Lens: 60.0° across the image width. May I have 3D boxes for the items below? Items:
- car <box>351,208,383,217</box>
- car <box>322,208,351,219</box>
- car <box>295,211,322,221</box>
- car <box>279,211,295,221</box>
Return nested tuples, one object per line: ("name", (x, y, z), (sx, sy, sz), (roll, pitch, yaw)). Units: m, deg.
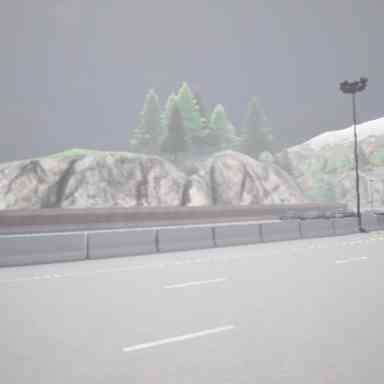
("car", (20.841, 2.805, 38.597), (5.008, 1.535, 1.882), (1, -3, -41))
("car", (18.586, 2.807, 41.279), (4.553, 1.767, 2.097), (1, -3, -41))
("car", (16.294, 3.229, 43.903), (5.357, 1.411, 2.033), (1, -3, -41))
("car", (14.019, 3.345, 46.561), (4.181, 1.385, 1.994), (1, -3, -41))
